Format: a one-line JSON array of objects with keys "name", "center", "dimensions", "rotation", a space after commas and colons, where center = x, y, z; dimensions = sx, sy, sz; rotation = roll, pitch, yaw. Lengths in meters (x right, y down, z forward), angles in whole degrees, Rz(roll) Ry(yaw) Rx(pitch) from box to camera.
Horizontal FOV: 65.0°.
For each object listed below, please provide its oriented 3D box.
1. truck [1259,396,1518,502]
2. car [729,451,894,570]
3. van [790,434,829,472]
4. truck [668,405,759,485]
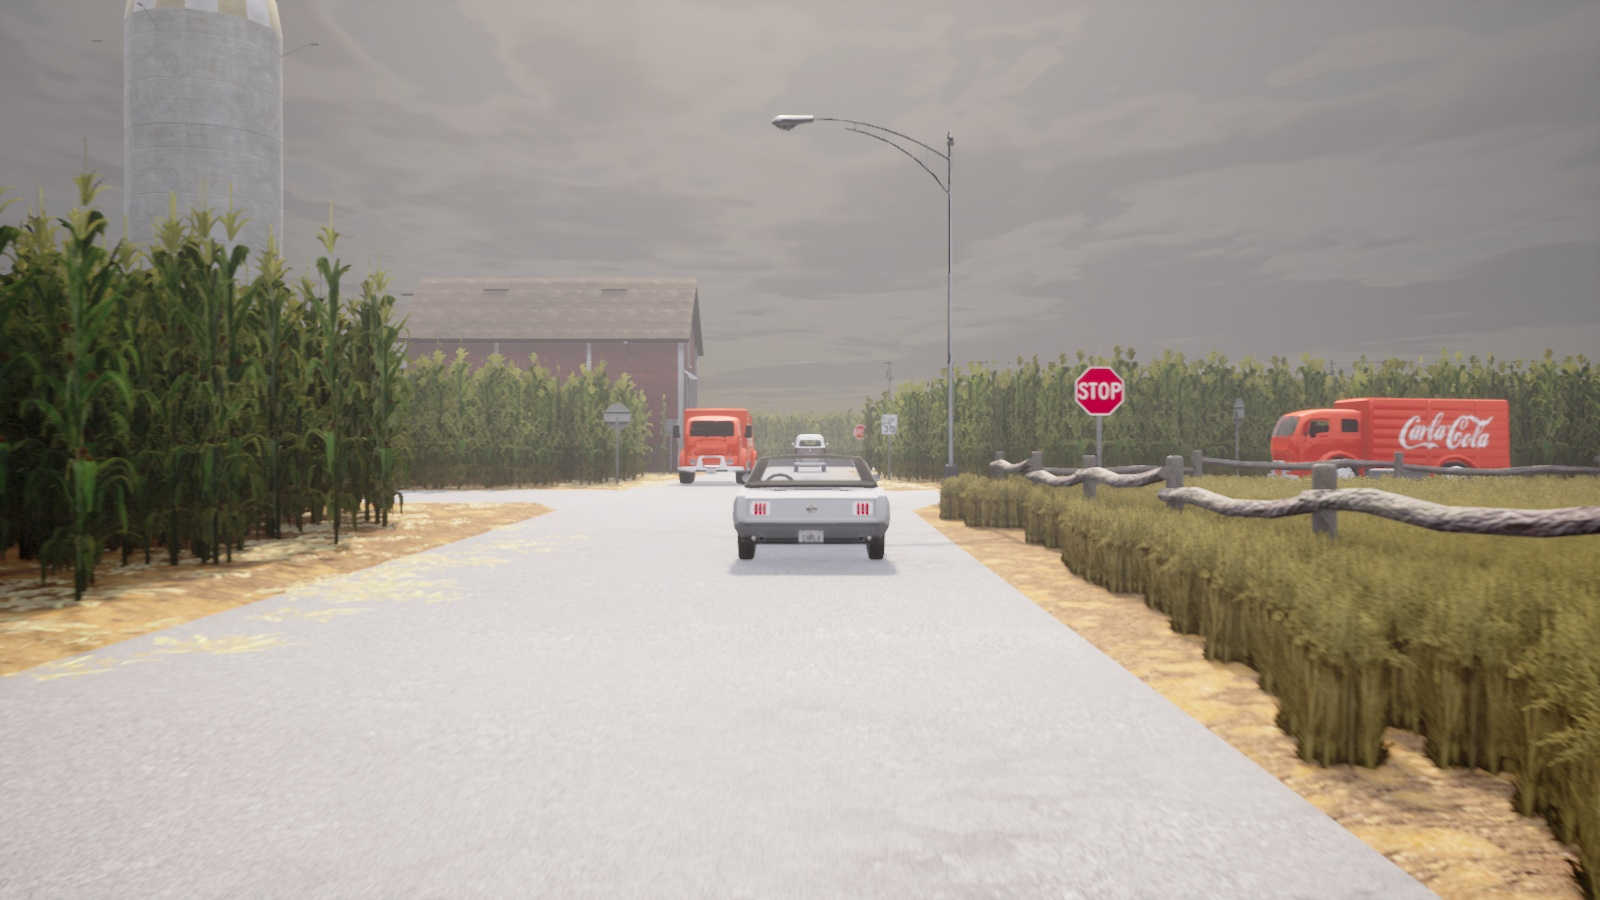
[{"name": "truck", "center": [14.510, -0.024, 31.261], "dimensions": [5.204, 2.467, 2.627], "rotation": [1, 0, 1]}, {"name": "car", "center": [0.144, 0.702, 16.842], "dimensions": [1.895, 1.301, 4.718], "rotation": [0, 1, 0]}, {"name": "van", "center": [0.541, 0.167, 69.061], "dimensions": [2.069, 2.038, 4.480], "rotation": [0, 0, 0]}, {"name": "truck", "center": [-2.767, -0.131, 41.743], "dimensions": [2.627, 2.467, 5.204], "rotation": [0, -1, 0]}]
